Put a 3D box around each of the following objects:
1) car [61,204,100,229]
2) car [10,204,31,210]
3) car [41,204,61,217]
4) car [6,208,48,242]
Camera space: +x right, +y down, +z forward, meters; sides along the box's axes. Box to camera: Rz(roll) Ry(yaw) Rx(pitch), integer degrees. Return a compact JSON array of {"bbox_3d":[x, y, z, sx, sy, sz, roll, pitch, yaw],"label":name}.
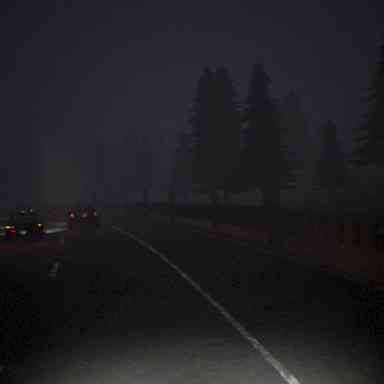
[{"bbox_3d":[-8.389,1.703,25.080,2.097,1.767,4.553,-2,0,-25],"label":"car"},{"bbox_3d":[-18.113,2.117,35.357,2.097,1.767,4.553,-3,0,-32],"label":"car"},{"bbox_3d":[-16.871,2.189,39.783,1.882,1.535,5.008,-2,0,-34],"label":"car"},{"bbox_3d":[-9.498,1.927,19.166,1.812,1.442,4.674,-2,0,-23],"label":"car"}]
